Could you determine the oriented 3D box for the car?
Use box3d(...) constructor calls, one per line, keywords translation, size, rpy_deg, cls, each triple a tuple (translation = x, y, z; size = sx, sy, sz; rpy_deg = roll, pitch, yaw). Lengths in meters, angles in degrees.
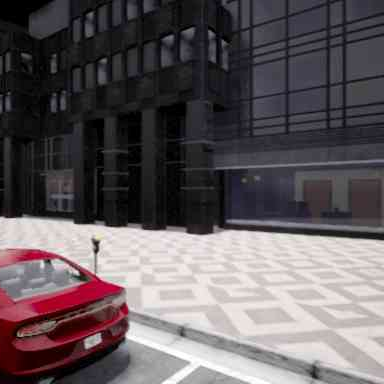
box3d(translation=(-2.938, 1.549, 5.059), size=(4.507, 1.381, 1.887), rpy_deg=(0, 0, 36), cls="car")
